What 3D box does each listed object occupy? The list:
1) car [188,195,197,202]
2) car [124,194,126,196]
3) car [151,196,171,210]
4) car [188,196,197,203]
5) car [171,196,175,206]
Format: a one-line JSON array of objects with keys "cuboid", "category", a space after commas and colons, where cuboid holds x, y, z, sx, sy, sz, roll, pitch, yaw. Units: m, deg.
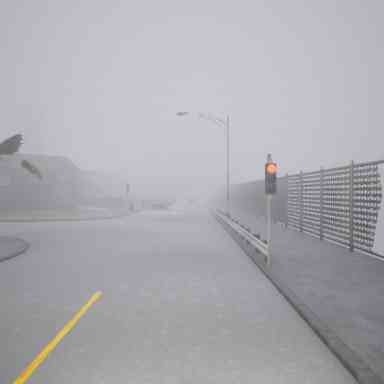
[{"cuboid": [0.017, 1.540, 78.674, 2.033, 1.411, 5.357, 0, 0, 0], "category": "car"}, {"cuboid": [-17.260, 1.134, 78.260, 3.633, 1.501, 1.845, 0, 0, 0], "category": "car"}, {"cuboid": [-4.089, 1.478, 42.824, 1.882, 1.535, 5.008, 0, 0, 0], "category": "car"}, {"cuboid": [0.120, 1.547, 68.045, 2.033, 1.411, 5.357, 0, 0, -1], "category": "car"}, {"cuboid": [-4.079, 1.505, 52.542, 1.837, 1.490, 4.892, 0, 0, 0], "category": "car"}]
